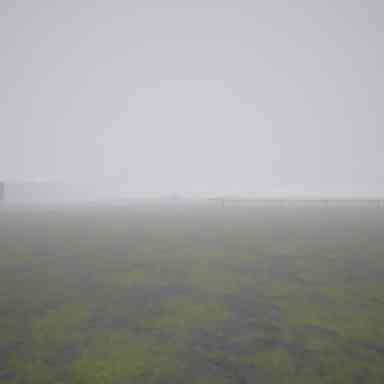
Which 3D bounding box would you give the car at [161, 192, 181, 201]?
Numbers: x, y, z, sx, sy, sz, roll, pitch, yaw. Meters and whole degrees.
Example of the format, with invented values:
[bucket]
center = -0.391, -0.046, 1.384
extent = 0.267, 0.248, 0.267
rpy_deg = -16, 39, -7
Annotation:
[car]
center = -4.111, 0.778, 64.904
extent = 2.097, 1.767, 4.553
rpy_deg = 0, 1, 31
